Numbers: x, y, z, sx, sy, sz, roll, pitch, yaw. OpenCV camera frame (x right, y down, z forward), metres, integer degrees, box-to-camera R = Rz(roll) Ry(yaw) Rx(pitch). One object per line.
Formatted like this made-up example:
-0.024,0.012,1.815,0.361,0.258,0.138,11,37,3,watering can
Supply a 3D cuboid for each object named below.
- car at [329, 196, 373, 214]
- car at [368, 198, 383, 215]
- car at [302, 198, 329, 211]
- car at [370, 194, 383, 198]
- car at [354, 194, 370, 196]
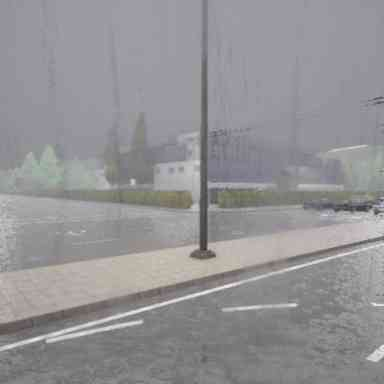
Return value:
15.917,1.389,32.927,4.718,1.301,1.895,0,1,-38,car
18.394,1.426,30.425,4.718,1.301,1.895,0,1,-38,car
13.906,1.351,35.788,4.718,1.301,1.895,0,1,-38,car
23.512,0.999,38.902,5.566,2.045,2.150,0,1,-39,car
20.875,1.093,41.277,4.553,1.767,2.097,0,1,-39,car
